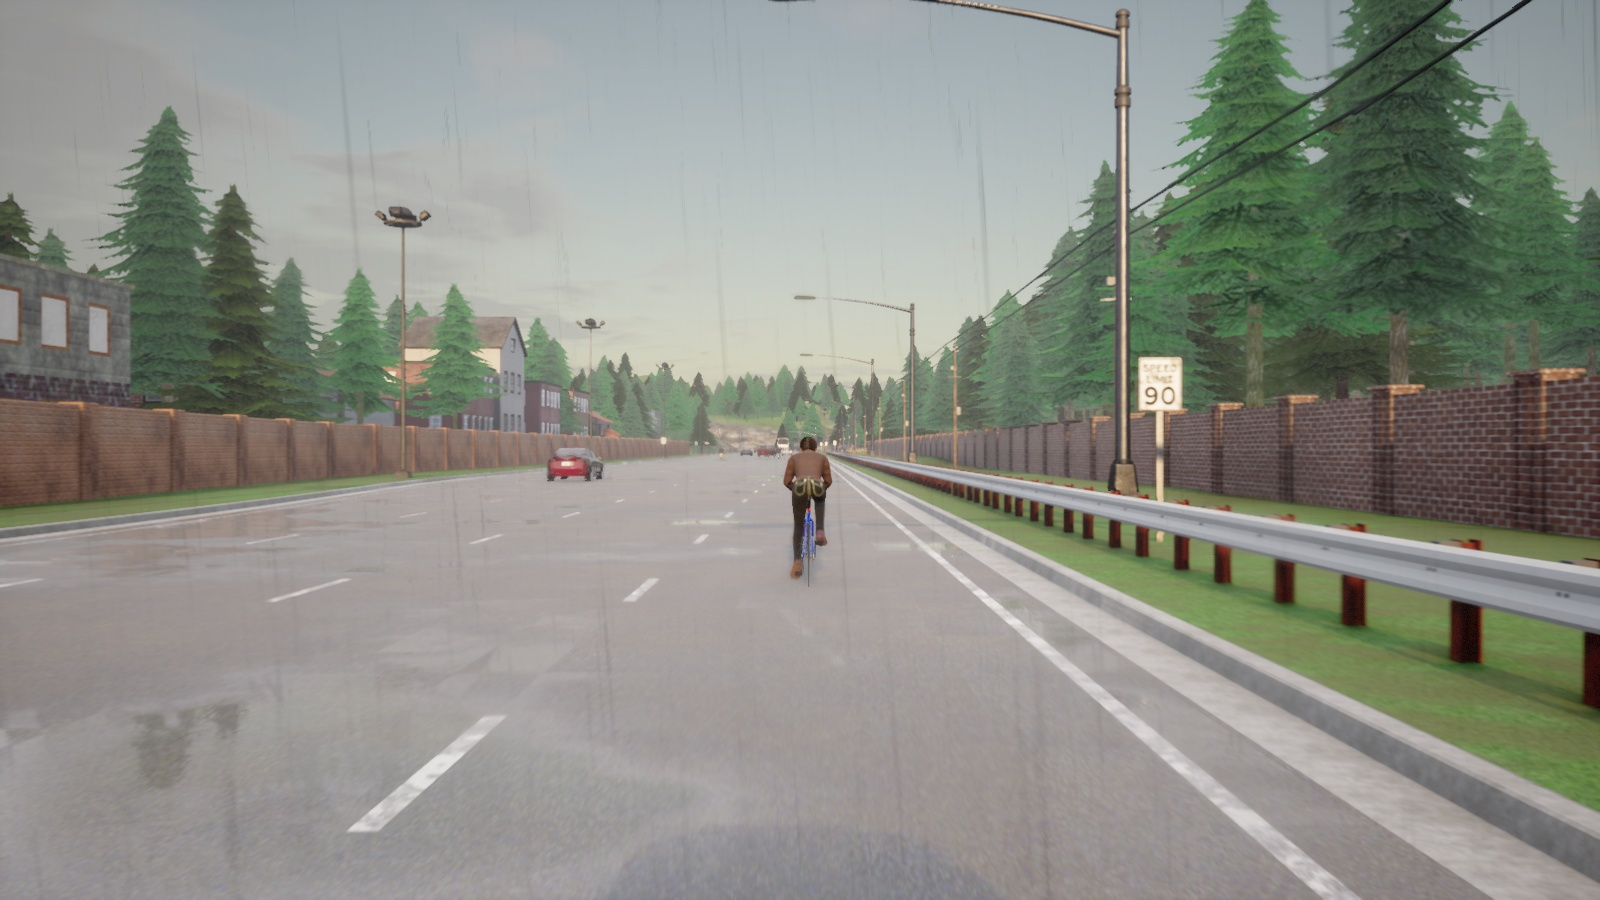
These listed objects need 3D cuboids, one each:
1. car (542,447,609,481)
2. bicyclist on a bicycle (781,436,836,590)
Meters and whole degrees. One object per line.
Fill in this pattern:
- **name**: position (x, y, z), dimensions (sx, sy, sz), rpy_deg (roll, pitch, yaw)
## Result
- **car**: position (-10.157, 0.621, 57.058), dimensions (2.163, 1.488, 4.792), rpy_deg (0, 0, 0)
- **bicyclist on a bicycle**: position (0.096, 0.671, 14.052), dimensions (0.582, 1.620, 1.656), rpy_deg (0, 0, 0)
